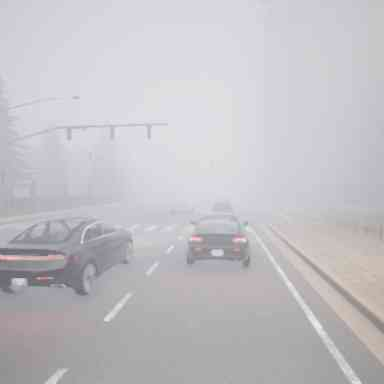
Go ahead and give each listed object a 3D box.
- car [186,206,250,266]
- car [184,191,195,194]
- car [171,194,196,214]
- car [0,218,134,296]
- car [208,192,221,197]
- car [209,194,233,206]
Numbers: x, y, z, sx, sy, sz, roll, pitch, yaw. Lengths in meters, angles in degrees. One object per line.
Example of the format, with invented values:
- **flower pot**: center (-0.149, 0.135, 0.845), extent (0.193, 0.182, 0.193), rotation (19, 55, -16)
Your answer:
- **car**: center (0.893, 1.398, 10.934), extent (1.812, 1.442, 4.674), rotation (0, 0, 6)
- **car**: center (-0.487, 0.546, 69.802), extent (2.097, 1.767, 4.553), rotation (0, 1, 8)
- **car**: center (-0.736, 1.192, 30.385), extent (1.812, 1.442, 4.674), rotation (1, 0, 5)
- **car**: center (-2.883, 1.392, 8.436), extent (2.128, 1.511, 4.902), rotation (0, 1, 6)
- **car**: center (5.720, 0.570, 84.711), extent (1.994, 1.385, 4.181), rotation (0, 1, 35)
- **car**: center (2.752, 1.213, 30.038), extent (1.812, 1.442, 4.674), rotation (0, 1, 6)
